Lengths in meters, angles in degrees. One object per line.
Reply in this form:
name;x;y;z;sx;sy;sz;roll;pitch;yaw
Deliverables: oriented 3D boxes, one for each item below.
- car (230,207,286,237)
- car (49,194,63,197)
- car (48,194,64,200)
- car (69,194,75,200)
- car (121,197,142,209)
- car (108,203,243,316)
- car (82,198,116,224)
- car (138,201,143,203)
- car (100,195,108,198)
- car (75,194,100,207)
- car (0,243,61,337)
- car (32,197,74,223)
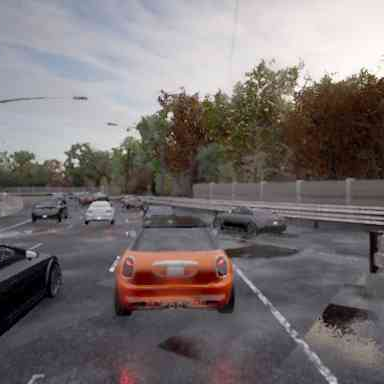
car;2.933;1.458;17.660;1.994;1.385;4.181;0;0;-32
car;-20.054;1.221;49.598;1.837;1.490;4.892;0;0;-28
car;-31.711;1.110;77.363;1.994;1.385;4.181;0;0;-45
car;-23.328;1.006;67.609;2.033;1.411;5.357;0;0;-39
car;-6.789;1.272;37.402;2.128;1.511;4.902;0;0;-22
car;-0.415;1.307;7.626;2.097;1.767;4.553;0;0;-4
car;-6.343;1.391;23.208;1.812;1.442;4.674;0;0;-12
car;-1.833;1.439;18.573;2.033;1.411;5.357;0;0;-10
car;-15.443;1.157;55.528;1.882;1.535;5.008;0;0;-30
car;-14.745;1.082;46.892;2.097;1.767;4.553;0;0;-26
car;-3.750;1.531;5.618;1.994;1.385;4.181;0;0;-4
car;-10.098;1.354;23.890;2.128;1.511;4.902;0;0;-13
